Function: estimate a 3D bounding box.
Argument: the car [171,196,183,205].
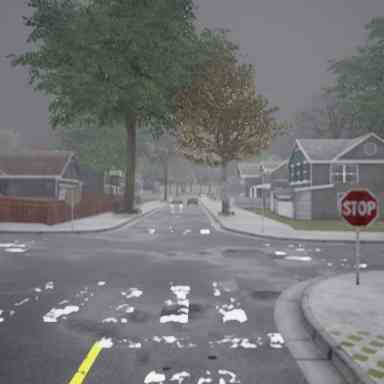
[{"bbox_3d":[-2.674,1.509,60.822,1.837,1.490,4.892,0,0,0],"label":"car"}]

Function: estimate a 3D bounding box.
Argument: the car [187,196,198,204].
[{"bbox_3d":[0.084,1.550,66.651,2.033,1.411,5.357,0,0,0],"label":"car"}]

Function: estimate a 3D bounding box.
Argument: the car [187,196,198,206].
[{"bbox_3d":[0.070,1.508,56.228,1.837,1.490,4.892,0,0,0],"label":"car"}]
